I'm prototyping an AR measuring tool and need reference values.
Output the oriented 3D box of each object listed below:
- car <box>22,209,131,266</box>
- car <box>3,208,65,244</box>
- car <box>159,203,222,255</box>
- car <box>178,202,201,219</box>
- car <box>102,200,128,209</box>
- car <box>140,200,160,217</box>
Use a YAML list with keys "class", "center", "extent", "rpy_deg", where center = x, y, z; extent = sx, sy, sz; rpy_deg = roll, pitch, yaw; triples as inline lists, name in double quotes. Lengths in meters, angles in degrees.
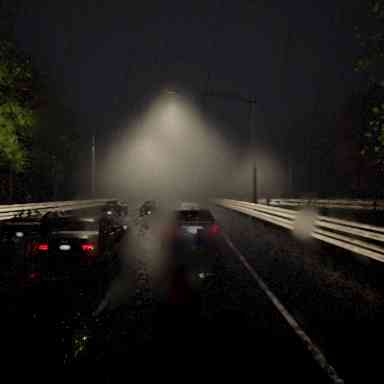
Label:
- class: "car"
  center: [-3.475, 1.560, 11.574]
  extent: [2.033, 1.411, 5.357]
  rpy_deg: [0, 0, 0]
- class: "car"
  center: [-7.013, 1.509, 15.936]
  extent: [2.128, 1.511, 4.902]
  rpy_deg: [0, 0, -1]
- class: "car"
  center: [0.003, 1.366, 13.509]
  extent: [2.097, 1.767, 4.553]
  rpy_deg: [0, 0, 0]
- class: "car"
  center: [-0.237, 1.644, 30.100]
  extent: [1.895, 1.301, 4.718]
  rpy_deg: [0, 0, -1]
- class: "car"
  center: [-7.270, 1.554, 31.576]
  extent: [1.837, 1.490, 4.892]
  rpy_deg: [0, 0, -1]
- class: "car"
  center: [-3.770, 1.553, 31.623]
  extent: [1.837, 1.490, 4.892]
  rpy_deg: [0, 0, -1]
